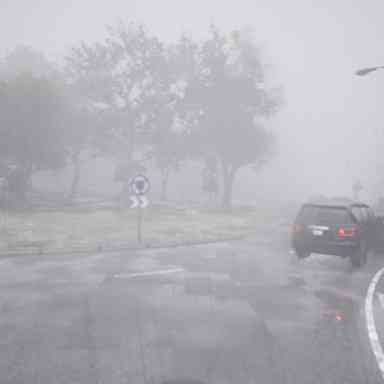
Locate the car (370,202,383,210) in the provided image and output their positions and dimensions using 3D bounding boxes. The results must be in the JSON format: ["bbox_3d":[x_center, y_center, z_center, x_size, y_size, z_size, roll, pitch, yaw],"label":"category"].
[{"bbox_3d":[38.256,2.846,67.761,5.008,1.535,1.882,5,-2,-43],"label":"car"}]

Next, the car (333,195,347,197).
[{"bbox_3d":[20.403,1.193,45.366,1.882,1.535,5.008,3,0,42],"label":"car"}]

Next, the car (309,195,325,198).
[{"bbox_3d":[18.173,1.148,47.648,2.128,1.511,4.902,2,-1,39],"label":"car"}]

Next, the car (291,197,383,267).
[{"bbox_3d":[5.706,1.393,12.581,2.150,2.045,5.566,2,1,40],"label":"car"}]
